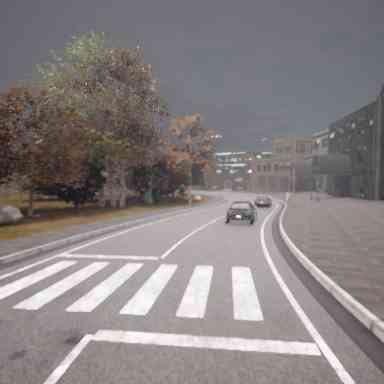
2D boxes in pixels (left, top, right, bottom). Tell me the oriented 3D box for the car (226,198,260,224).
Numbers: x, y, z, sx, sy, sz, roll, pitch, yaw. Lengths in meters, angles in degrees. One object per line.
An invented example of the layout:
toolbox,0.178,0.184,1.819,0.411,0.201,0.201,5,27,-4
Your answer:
car,3.515,1.379,23.343,1.812,1.442,4.674,1,1,14

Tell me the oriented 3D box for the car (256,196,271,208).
car,8.756,1.163,41.268,1.994,1.385,4.181,1,1,16
